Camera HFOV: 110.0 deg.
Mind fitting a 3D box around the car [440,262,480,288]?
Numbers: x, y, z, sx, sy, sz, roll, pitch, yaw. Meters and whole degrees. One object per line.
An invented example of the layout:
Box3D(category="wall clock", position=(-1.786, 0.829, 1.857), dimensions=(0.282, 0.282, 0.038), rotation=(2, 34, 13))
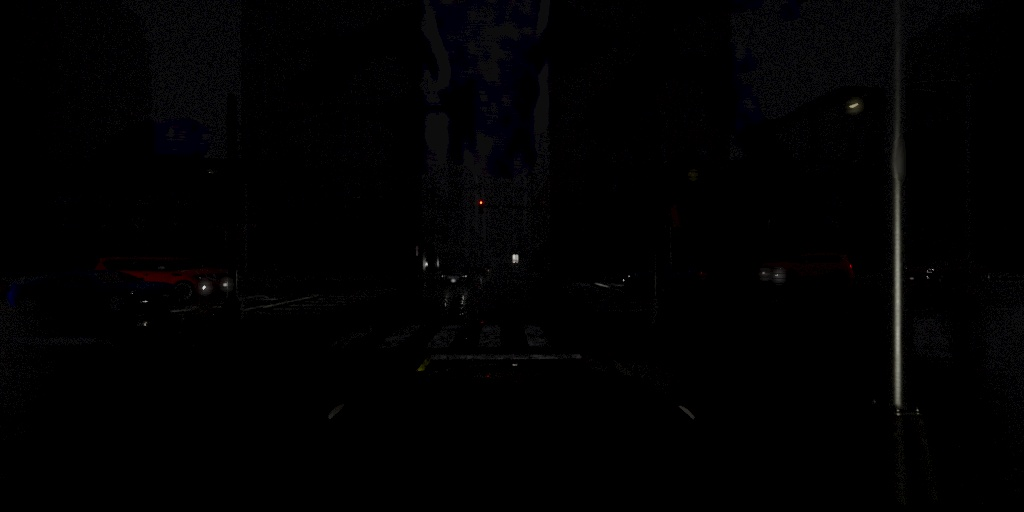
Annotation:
Box3D(category="car", position=(-3.595, 1.246, 24.104), dimensions=(2.128, 1.511, 4.902), rotation=(0, 0, -1))

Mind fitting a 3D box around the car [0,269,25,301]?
Box3D(category="car", position=(-26.261, 1.367, 16.648), dimensions=(4.674, 1.442, 1.812), rotation=(0, 0, -1))

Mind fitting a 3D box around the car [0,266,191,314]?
Box3D(category="car", position=(-15.780, 1.280, 13.715), dimensions=(5.008, 1.535, 1.882), rotation=(0, 0, -2))

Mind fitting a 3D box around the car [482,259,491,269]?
Box3D(category="car", position=(-4.515, 1.293, 58.897), dimensions=(1.837, 1.490, 4.892), rotation=(0, 0, -1))

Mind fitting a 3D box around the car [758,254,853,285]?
Box3D(category="car", position=(20.200, 0.882, 24.751), dimensions=(5.566, 2.045, 2.150), rotation=(0, 0, -2))

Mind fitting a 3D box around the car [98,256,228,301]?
Box3D(category="car", position=(-16.338, 1.026, 16.951), dimensions=(5.566, 2.045, 2.150), rotation=(0, 0, -2))

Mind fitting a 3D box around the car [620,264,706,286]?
Box3D(category="car", position=(10.242, 1.243, 24.453), dimensions=(5.357, 1.411, 2.033), rotation=(0, 0, -2))

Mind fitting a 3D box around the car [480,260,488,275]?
Box3D(category="car", position=(-3.989, 1.369, 39.165), dimensions=(1.895, 1.301, 4.718), rotation=(0, 0, -2))

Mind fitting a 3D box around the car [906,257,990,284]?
Box3D(category="car", position=(30.093, 0.981, 25.040), dimensions=(4.553, 1.767, 2.097), rotation=(0, 0, -2))
